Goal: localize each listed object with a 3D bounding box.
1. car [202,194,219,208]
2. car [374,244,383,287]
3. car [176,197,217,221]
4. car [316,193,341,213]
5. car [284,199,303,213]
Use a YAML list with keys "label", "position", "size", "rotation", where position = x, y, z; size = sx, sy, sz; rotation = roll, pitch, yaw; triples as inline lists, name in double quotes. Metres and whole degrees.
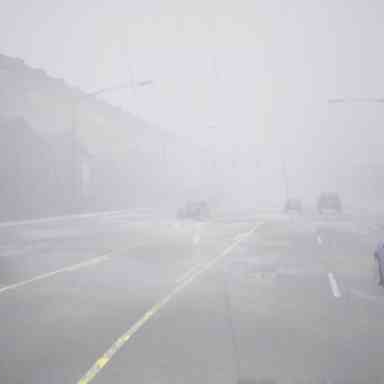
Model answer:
- label: "car"
  position: [1.965, 1.161, 42.458]
  size: [2.097, 1.767, 4.553]
  rotation: [0, 0, 19]
- label: "car"
  position: [4.833, 1.451, 6.059]
  size: [1.882, 1.535, 5.008]
  rotation: [0, 0, 16]
- label: "car"
  position: [0.248, 1.386, 26.479]
  size: [1.837, 1.490, 4.892]
  rotation: [0, 0, 19]
- label: "car"
  position: [14.512, 1.067, 35.403]
  size: [2.150, 2.045, 5.566]
  rotation: [0, 0, 18]
- label: "car"
  position: [10.768, 1.392, 35.257]
  size: [2.033, 1.411, 5.357]
  rotation: [0, 0, 19]
